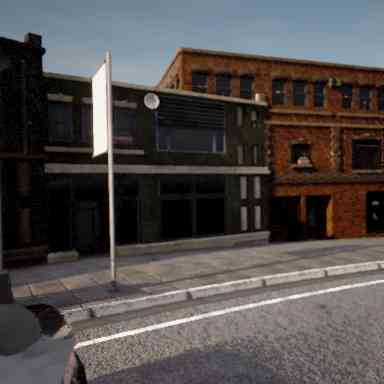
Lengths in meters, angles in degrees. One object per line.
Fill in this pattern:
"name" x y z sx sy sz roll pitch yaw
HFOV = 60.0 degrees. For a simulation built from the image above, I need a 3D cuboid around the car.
"car" -3.030 1.498 1.615 4.902 1.511 2.128 0 0 -35
